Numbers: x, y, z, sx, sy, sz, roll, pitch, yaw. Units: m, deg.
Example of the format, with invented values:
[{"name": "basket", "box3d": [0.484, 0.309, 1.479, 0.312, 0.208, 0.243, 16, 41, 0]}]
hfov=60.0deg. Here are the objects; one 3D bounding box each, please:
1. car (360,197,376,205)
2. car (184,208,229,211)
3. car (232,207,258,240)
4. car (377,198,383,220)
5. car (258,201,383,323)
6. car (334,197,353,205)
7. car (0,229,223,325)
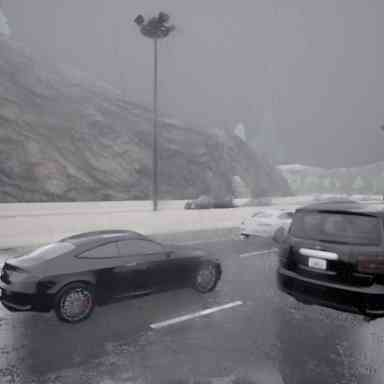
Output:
[{"name": "car", "box3d": [32.649, 1.613, 61.689, 1.994, 1.385, 4.181, 0, 0, 36]}, {"name": "car", "box3d": [1.757, 1.272, 32.555, 5.566, 2.045, 2.150, 0, 0, -42]}, {"name": "car", "box3d": [4.295, 1.546, 16.059, 4.674, 1.442, 1.812, 0, 0, -39]}, {"name": "car", "box3d": [17.351, 1.377, 27.731, 4.553, 1.767, 2.097, 0, 0, -44]}, {"name": "car", "box3d": [4.125, 1.229, 6.958, 5.566, 2.045, 2.150, 0, 0, -38]}, {"name": "car", "box3d": [27.887, 1.608, 61.079, 2.033, 1.411, 5.357, 0, 0, 37]}, {"name": "car", "box3d": [-1.460, 1.539, 7.129, 4.674, 1.442, 1.812, 0, 0, -36]}]
